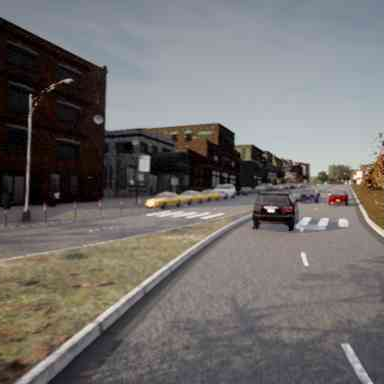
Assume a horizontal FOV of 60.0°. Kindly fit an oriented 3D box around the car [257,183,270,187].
[{"bbox_3d":[13.730,-0.444,67.288,2.231,1.521,4.892,1,2,25],"label":"car"}]

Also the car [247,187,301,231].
[{"bbox_3d":[4.907,0.948,19.210,2.150,2.045,5.566,1,2,20],"label":"car"}]

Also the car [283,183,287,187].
[{"bbox_3d":[22.848,-1.106,87.059,1.946,1.575,5.366,1,2,25],"label":"car"}]

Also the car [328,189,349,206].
[{"bbox_3d":[16.047,0.631,36.407,1.882,1.535,5.008,1,2,25],"label":"car"}]

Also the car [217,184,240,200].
[{"bbox_3d":[4.465,-0.027,47.188,2.435,2.045,5.566,1,2,25],"label":"car"}]

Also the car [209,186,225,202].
[{"bbox_3d":[2.031,0.396,41.925,1.946,1.575,5.366,1,2,25],"label":"car"}]

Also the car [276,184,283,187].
[{"bbox_3d":[19.921,-0.895,80.845,2.231,1.521,4.892,1,2,25],"label":"car"}]

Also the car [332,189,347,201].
[{"bbox_3d":[20.444,0.341,45.931,1.837,1.490,4.892,1,2,25],"label":"car"}]

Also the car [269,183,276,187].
[{"bbox_3d":[16.028,-0.862,72.263,2.435,2.045,5.566,1,2,25],"label":"car"}]

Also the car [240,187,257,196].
[{"bbox_3d":[9.084,-0.080,57.226,2.163,1.488,4.792,1,2,25],"label":"car"}]

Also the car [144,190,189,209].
[{"bbox_3d":[-2.604,0.732,31.902,1.946,1.575,5.366,1,2,25],"label":"car"}]

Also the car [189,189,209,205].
[{"bbox_3d":[-0.282,0.563,36.911,1.946,1.575,5.366,1,2,25],"label":"car"}]

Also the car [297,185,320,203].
[{"bbox_3d":[14.703,0.341,41.354,2.097,1.767,4.553,1,2,26],"label":"car"}]
